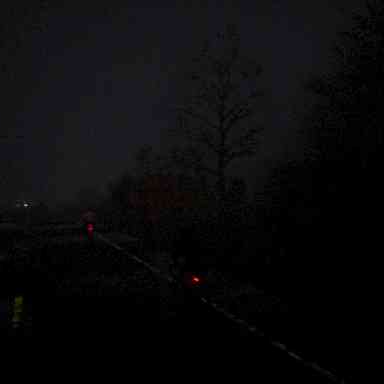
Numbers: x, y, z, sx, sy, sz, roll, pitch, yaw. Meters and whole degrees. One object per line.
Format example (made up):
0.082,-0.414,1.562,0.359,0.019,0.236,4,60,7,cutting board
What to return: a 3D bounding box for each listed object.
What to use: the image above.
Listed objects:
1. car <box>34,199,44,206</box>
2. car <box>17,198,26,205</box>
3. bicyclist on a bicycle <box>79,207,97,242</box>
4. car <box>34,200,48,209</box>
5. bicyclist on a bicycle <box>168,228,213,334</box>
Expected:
-33.304,2.284,72.252,1.895,1.301,4.718,-1,0,-26,car
-41.593,2.319,81.338,1.882,1.535,5.008,-1,0,-26,car
-4.958,1.543,15.970,0.866,1.612,1.509,-1,0,-26,bicyclist on a bicycle
-25.385,2.062,56.093,2.033,1.411,5.357,-1,0,-26,car
-0.055,1.466,5.773,0.582,1.620,1.656,-1,0,-26,bicyclist on a bicycle
